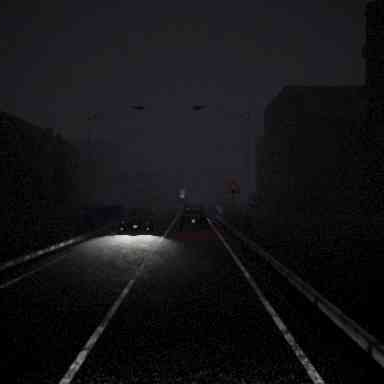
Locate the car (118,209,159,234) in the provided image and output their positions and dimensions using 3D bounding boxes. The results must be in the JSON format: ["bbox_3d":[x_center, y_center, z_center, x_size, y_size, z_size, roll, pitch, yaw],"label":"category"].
[{"bbox_3d":[-3.088,1.706,19.982,1.994,1.385,4.181,0,-1,0],"label":"car"}]

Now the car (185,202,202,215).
[{"bbox_3d":[0.163,1.883,39.231,1.895,1.301,4.718,0,0,1],"label":"car"}]

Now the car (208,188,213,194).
[{"bbox_3d":[8.119,0.304,94.315,5.566,2.045,2.435,0,2,-1],"label":"car"}]

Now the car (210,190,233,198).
[{"bbox_3d":[8.001,0.836,86.058,5.366,1.575,1.946,0,2,-1],"label":"car"}]

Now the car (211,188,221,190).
[{"bbox_3d":[8.090,0.521,91.565,4.553,1.767,2.185,0,2,-1],"label":"car"}]

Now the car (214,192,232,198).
[{"bbox_3d":[8.158,0.781,88.817,4.674,1.452,2.002,0,2,-1],"label":"car"}]

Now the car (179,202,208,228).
[{"bbox_3d":[0.094,1.681,23.603,2.128,1.511,4.902,0,-1,0],"label":"car"}]
